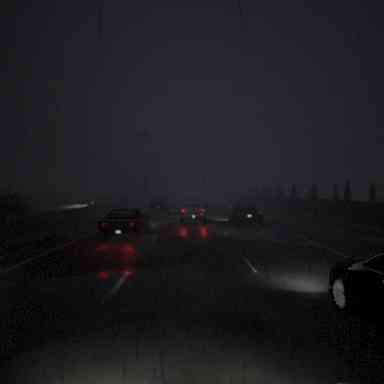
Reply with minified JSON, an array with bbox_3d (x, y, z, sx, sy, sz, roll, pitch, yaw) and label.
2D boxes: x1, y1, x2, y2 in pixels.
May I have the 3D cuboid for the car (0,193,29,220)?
[{"bbox_3d":[-14.095,1.123,24.290,2.150,2.045,5.566,0,0,0],"label":"car"}]

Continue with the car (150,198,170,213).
[{"bbox_3d":[-3.396,1.342,35.647,1.882,1.535,5.008,0,0,0],"label":"car"}]

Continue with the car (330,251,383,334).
[{"bbox_3d":[3.601,1.482,4.604,1.837,1.490,4.892,0,0,0],"label":"car"}]

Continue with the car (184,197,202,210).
[{"bbox_3d":[0.105,1.392,41.746,2.033,1.411,5.357,0,0,0],"label":"car"}]

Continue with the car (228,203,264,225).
[{"bbox_3d":[3.603,1.470,22.907,1.994,1.385,4.181,0,0,0],"label":"car"}]

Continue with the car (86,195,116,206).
[{"bbox_3d":[-10.569,1.203,39.727,2.097,1.767,4.553,0,0,0],"label":"car"}]

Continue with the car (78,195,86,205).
[{"bbox_3d":[-17.508,1.292,55.569,2.128,1.511,4.902,0,0,0],"label":"car"}]

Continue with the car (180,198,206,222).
[{"bbox_3d":[0.096,1.426,24.877,1.812,1.442,4.674,0,0,0],"label":"car"}]

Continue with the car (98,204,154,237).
[{"bbox_3d":[-3.398,1.526,17.535,1.895,1.301,4.718,0,0,0],"label":"car"}]
